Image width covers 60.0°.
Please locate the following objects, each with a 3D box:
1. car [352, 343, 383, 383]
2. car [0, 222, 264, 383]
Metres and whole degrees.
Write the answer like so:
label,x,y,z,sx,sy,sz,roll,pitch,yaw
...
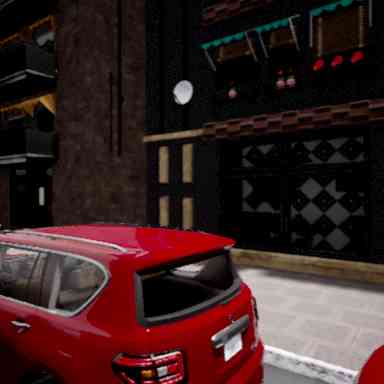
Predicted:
label,x,y,z,sx,sy,sz,roll,pitch,yaw
car,2.998,1.318,0.747,5.009,1.841,2.192,0,0,35
car,-1.622,1.309,4.028,5.009,1.841,2.192,0,0,35
